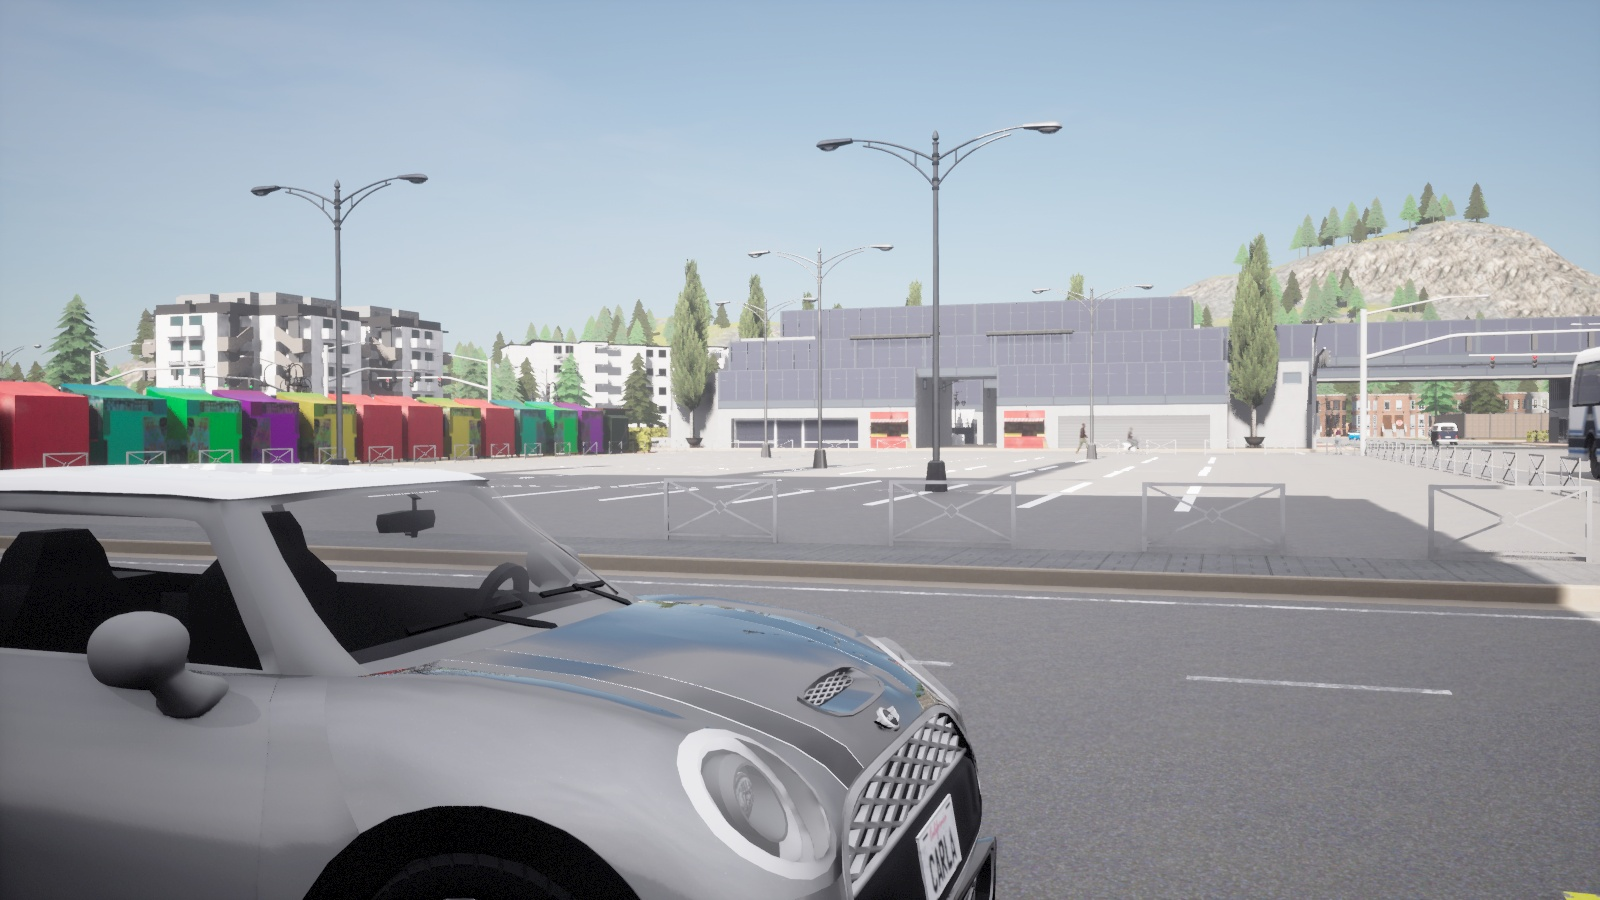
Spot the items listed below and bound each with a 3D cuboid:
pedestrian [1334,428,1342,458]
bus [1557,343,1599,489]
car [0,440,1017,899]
[{"bbox_3d":[32.215,-0.419,75.216,0.345,1.836,0.594,0,1,13],"label":"pedestrian"},{"bbox_3d":[25.160,-0.973,35.804,3.944,4.253,10.273,1,1,19],"label":"bus"},{"bbox_3d":[-1.428,0.728,3.672,3.806,1.475,1.970,1,1,18],"label":"car"}]
